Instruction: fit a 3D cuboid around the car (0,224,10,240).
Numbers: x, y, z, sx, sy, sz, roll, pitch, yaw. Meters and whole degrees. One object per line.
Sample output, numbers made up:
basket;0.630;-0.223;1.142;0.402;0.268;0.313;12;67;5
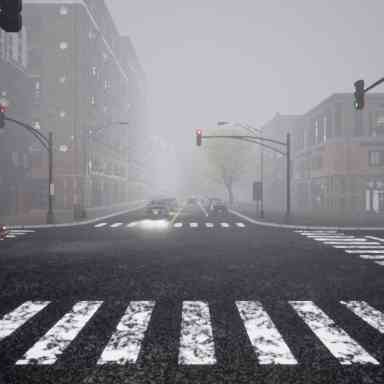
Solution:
car;-9.964;1.582;13.128;4.718;1.301;1.895;0;0;-8

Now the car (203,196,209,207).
car;2.686;1.479;39.327;1.967;1.590;4.097;0;0;0

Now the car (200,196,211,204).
car;2.683;1.537;67.811;1.967;1.590;4.097;0;0;0

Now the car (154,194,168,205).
car;-5.698;1.397;62.115;2.192;1.841;5.009;0;0;0

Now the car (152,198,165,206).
car;-5.697;1.651;56.418;1.802;1.307;4.206;0;0;0

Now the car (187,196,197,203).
car;-0.006;1.556;70.819;2.033;1.411;5.357;0;0;0

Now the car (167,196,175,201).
car;-5.701;1.687;90.429;1.752;1.417;4.829;0;0;0

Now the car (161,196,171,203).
car;-5.698;1.663;73.508;2.008;1.369;4.403;0;0;0

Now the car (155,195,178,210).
car;-3.097;1.518;40.288;1.882;1.535;5.008;0;0;0

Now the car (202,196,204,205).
car;2.685;1.488;45.023;1.967;1.590;4.097;0;0;0

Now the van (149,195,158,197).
van;-5.697;1.399;50.721;1.690;1.788;3.998;0;0;0

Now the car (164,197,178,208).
car;-3.091;1.583;50.386;1.812;1.442;4.674;0;0;0

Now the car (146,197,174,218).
car;-3.104;1.516;30.840;2.128;1.511;4.902;0;0;0

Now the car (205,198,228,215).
car;2.686;1.580;33.630;2.008;1.369;4.403;0;0;0

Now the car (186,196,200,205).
car;-0.005;1.643;60.812;1.994;1.385;4.181;0;0;0
